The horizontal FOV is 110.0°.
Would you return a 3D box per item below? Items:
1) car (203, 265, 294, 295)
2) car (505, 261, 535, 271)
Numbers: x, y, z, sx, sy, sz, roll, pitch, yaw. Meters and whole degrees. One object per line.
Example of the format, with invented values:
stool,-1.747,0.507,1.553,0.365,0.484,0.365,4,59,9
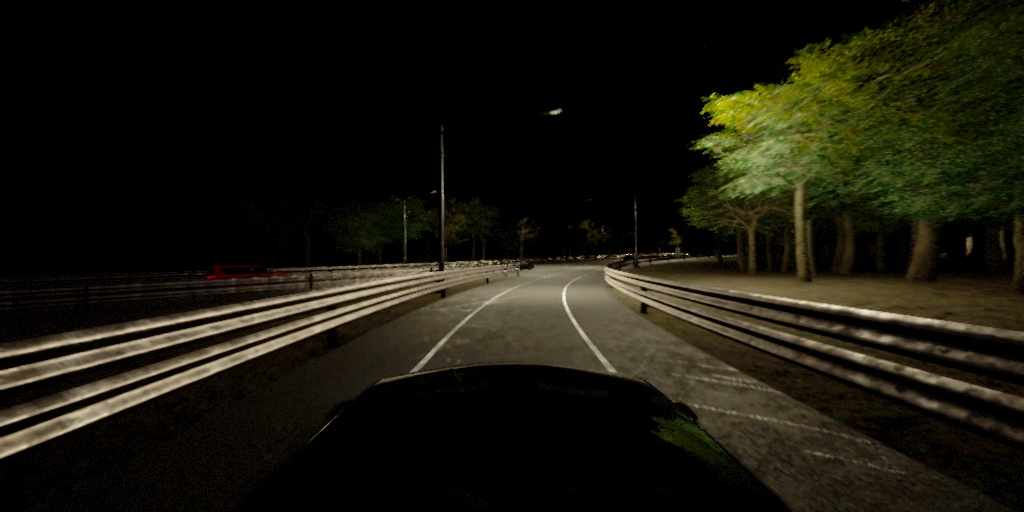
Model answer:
car,-19.752,1.686,27.122,2.150,2.045,5.566,0,1,42
car,0.888,1.427,50.401,2.033,1.411,5.357,0,1,42
